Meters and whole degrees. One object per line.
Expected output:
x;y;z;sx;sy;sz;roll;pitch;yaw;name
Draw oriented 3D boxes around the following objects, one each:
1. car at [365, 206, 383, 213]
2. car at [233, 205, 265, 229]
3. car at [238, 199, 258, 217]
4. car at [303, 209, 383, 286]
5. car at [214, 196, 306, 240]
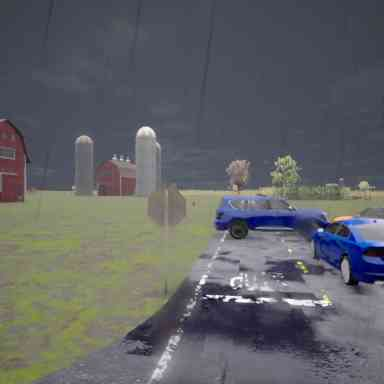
8.221;1.369;14.372;2.097;1.767;4.553;0;0;-29;car
3.863;1.601;22.685;1.895;1.301;4.718;0;0;9;car
5.528;1.502;32.991;1.837;1.490;4.892;0;0;9;car
4.765;1.481;9.336;1.882;1.535;5.008;0;0;6;car
3.877;1.219;16.452;5.566;2.045;2.150;0;0;9;car
